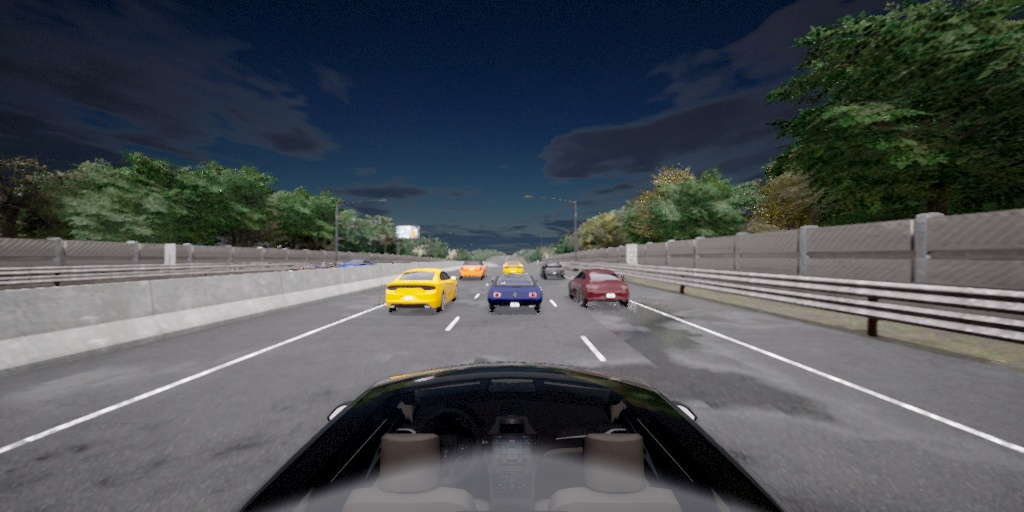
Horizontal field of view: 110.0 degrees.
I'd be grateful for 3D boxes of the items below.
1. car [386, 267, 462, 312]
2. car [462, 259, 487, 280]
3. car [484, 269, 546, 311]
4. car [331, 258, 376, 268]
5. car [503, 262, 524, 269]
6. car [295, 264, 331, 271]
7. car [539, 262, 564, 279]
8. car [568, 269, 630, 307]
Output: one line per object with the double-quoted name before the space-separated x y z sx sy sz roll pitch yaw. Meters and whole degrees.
"car" -3.385 1.231 14.267 1.882 1.535 5.008 0 0 0
"car" -3.392 1.142 32.228 2.097 1.767 4.553 0 0 0
"car" 0.103 1.355 14.352 1.895 1.301 4.718 0 0 0
"car" -13.991 0.986 32.510 1.882 1.535 5.008 0 0 0
"car" 0.109 1.285 35.347 1.882 1.535 5.008 0 0 0
"car" -17.491 1.400 32.480 1.895 1.301 4.718 0 0 0
"car" 3.608 1.285 32.849 2.128 1.511 4.902 0 0 0
"car" 3.604 1.280 15.376 1.812 1.442 4.674 0 0 0
